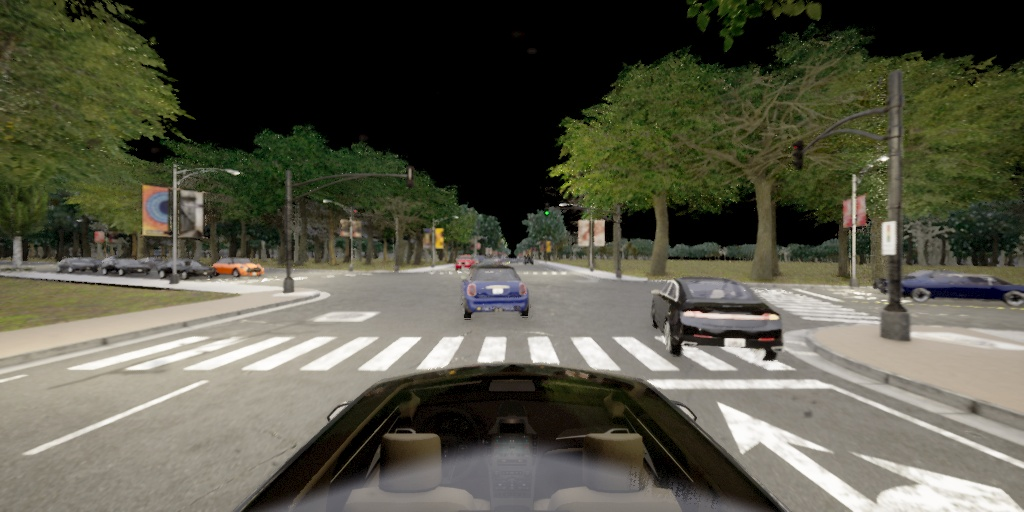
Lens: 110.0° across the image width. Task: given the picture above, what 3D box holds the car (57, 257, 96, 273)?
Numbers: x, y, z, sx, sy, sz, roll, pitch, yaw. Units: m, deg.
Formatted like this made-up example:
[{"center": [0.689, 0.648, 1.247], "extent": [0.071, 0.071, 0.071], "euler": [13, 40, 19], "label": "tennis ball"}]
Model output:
[{"center": [-44.942, 0.986, 37.099], "extent": [4.892, 1.490, 1.837], "euler": [0, 0, 24], "label": "car"}]

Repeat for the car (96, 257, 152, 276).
[{"center": [-35.481, 1.012, 32.986], "extent": [5.008, 1.535, 1.882], "euler": [0, 0, 23], "label": "car"}]

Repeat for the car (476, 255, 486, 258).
[{"center": [-3.061, 1.054, 46.845], "extent": [2.097, 1.767, 4.553], "euler": [0, 0, 0], "label": "car"}]

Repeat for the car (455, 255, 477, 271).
[{"center": [-6.316, 0.921, 48.871], "extent": [2.150, 2.045, 5.566], "euler": [0, 0, 0], "label": "car"}]

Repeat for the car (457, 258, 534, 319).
[{"center": [-0.795, 1.090, 13.022], "extent": [2.097, 1.767, 4.553], "euler": [0, 0, -10], "label": "car"}]

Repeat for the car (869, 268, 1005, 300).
[{"center": [22.155, 1.427, 18.968], "extent": [4.181, 1.385, 1.994], "euler": [0, 0, 23], "label": "car"}]

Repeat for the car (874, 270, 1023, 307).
[{"center": [20.114, 1.463, 16.308], "extent": [4.718, 1.301, 1.895], "euler": [0, 0, 23], "label": "car"}]

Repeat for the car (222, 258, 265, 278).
[{"center": [-24.105, 0.943, 31.614], "extent": [4.553, 1.767, 2.097], "euler": [0, 0, 23], "label": "car"}]

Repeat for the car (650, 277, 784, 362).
[{"center": [4.401, 1.234, 8.330], "extent": [2.128, 1.511, 4.902], "euler": [0, 0, 16], "label": "car"}]

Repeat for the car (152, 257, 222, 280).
[{"center": [-26.361, 1.066, 29.041], "extent": [5.008, 1.535, 1.882], "euler": [0, 0, 22], "label": "car"}]

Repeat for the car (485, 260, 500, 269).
[{"center": [-2.982, 1.294, 55.838], "extent": [1.895, 1.301, 4.718], "euler": [0, 0, 1], "label": "car"}]
